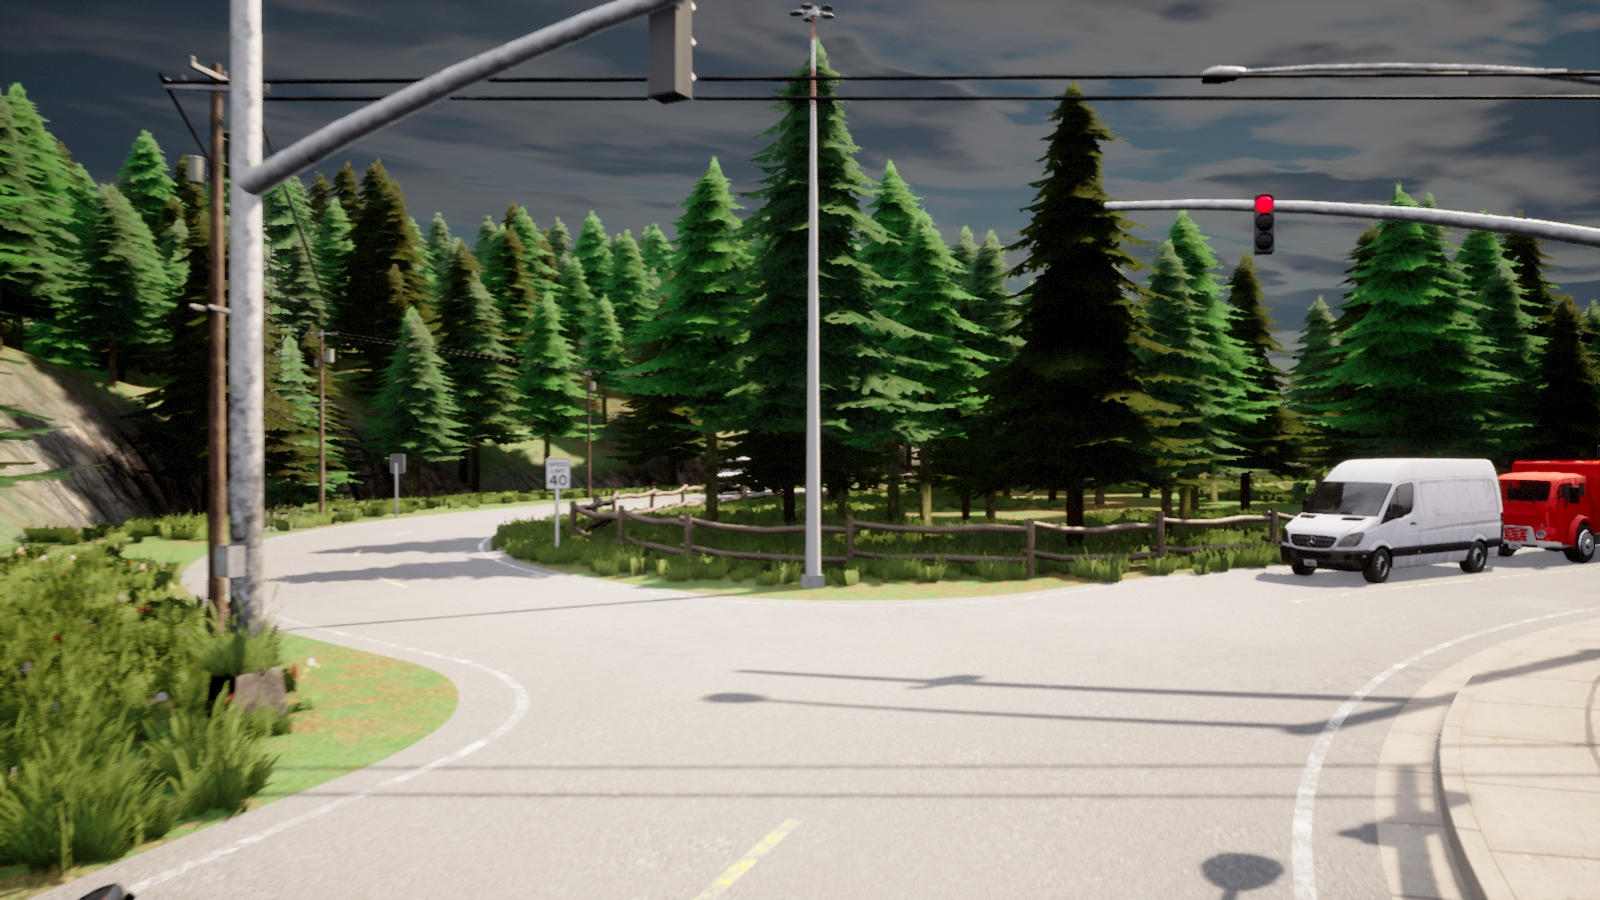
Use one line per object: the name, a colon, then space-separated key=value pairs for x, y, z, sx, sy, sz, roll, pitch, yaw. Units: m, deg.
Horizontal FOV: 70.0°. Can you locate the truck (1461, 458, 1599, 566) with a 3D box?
truck: x=19.845 y=1.478 z=29.404 sx=5.204 sy=2.467 sz=2.627 roll=0 pitch=0 yaw=-30

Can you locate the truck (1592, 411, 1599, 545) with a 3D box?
truck: x=27.066 y=0.798 z=33.557 sx=8.468 sy=3.827 sz=2.891 roll=0 pitch=0 yaw=-30

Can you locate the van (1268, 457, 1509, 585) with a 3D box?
van: x=13.198 y=1.454 z=25.487 sx=5.915 sy=2.561 sz=1.988 roll=0 pitch=0 yaw=-31

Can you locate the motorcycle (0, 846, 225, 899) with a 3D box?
motorcycle: x=-2.796 y=2.167 z=3.279 sx=0.867 sy=1.251 sz=2.209 roll=0 pitch=0 yaw=12
